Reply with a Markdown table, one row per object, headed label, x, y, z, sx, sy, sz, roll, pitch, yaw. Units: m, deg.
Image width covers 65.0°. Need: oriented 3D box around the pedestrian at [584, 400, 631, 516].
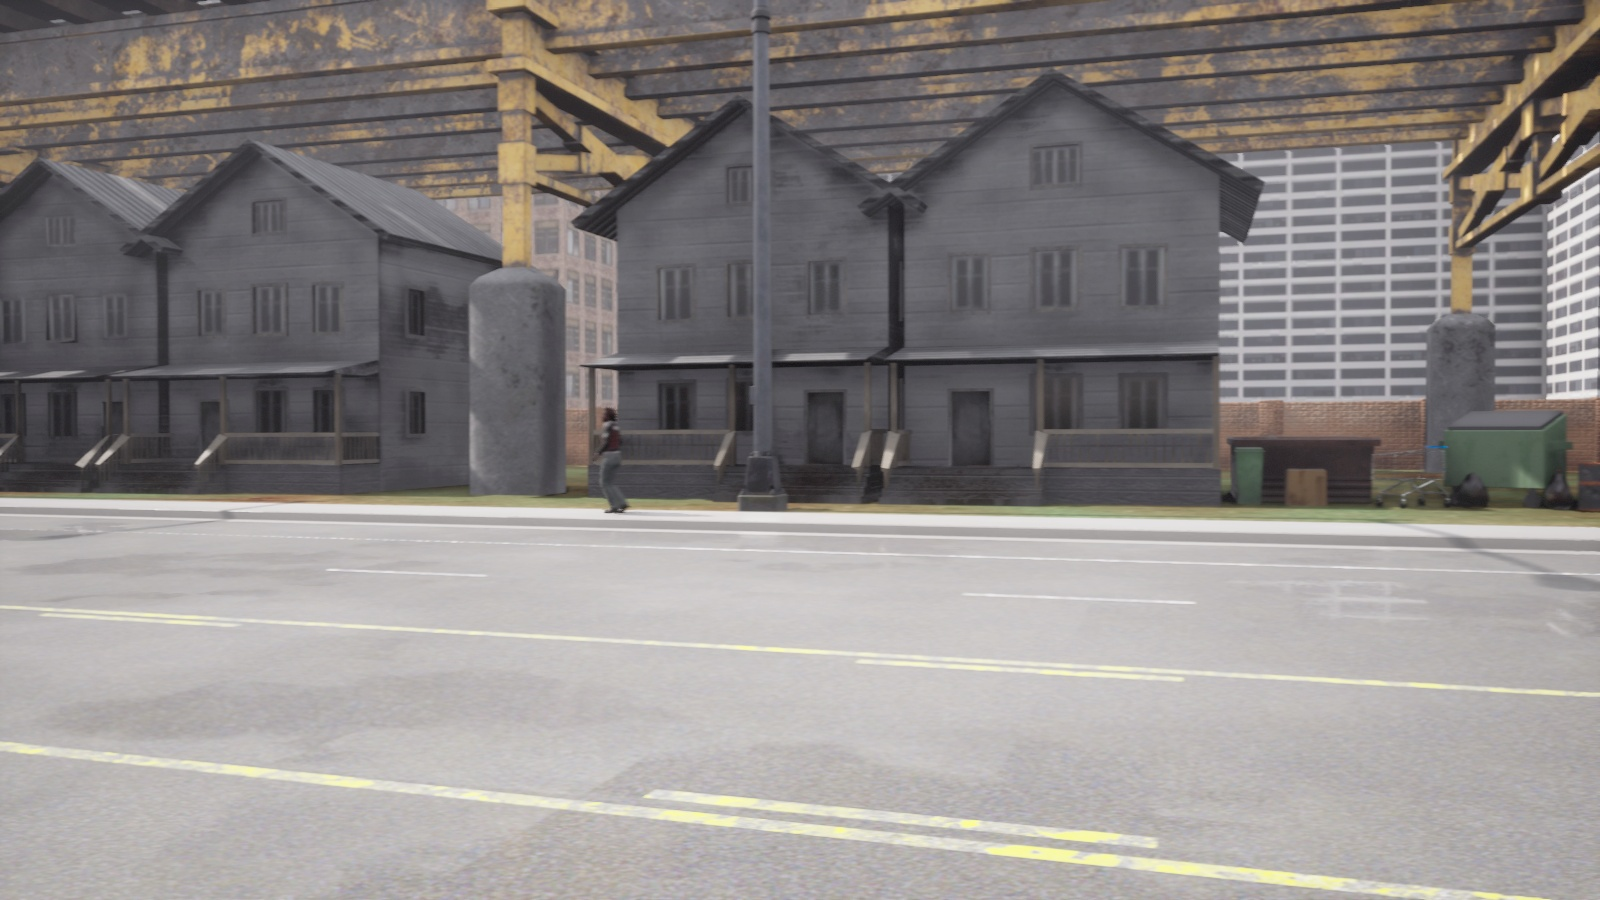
| label | x | y | z | sx | sy | sz | roll | pitch | yaw |
| --- | --- | --- | --- | --- | --- | --- | --- | --- | --- |
| pedestrian | -3.267 | 0.129 | 21.314 | 0.666 | 1.930 | 0.402 | 0 | 1 | 16 |
